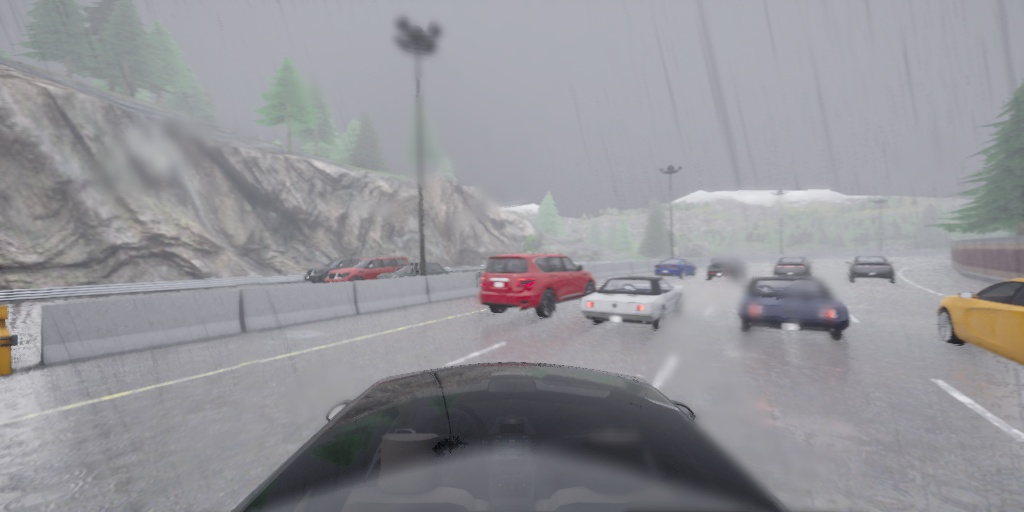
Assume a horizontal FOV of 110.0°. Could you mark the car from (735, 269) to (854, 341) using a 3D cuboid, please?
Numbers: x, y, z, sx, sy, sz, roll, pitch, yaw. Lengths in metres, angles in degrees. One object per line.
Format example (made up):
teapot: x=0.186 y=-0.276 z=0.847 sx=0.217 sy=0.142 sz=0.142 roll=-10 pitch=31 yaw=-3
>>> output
car: x=7.165 y=1.181 z=9.425 sx=1.895 sy=1.301 sz=4.718 roll=-1 pitch=0 yaw=35

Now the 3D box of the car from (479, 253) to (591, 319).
car: x=1.132 y=0.922 z=12.996 sx=2.150 sy=2.045 sz=5.566 roll=-1 pitch=0 yaw=34

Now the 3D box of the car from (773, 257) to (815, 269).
car: x=18.104 y=0.809 z=23.056 sx=2.128 sy=1.511 sz=4.902 roll=-1 pitch=0 yaw=42

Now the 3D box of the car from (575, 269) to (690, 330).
car: x=3.838 y=1.249 z=10.765 sx=1.895 sy=1.301 sz=4.718 roll=-1 pitch=0 yaw=34

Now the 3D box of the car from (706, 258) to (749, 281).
car: x=14.828 y=0.888 z=24.641 sx=1.837 sy=1.490 sz=4.892 roll=-1 pitch=0 yaw=42

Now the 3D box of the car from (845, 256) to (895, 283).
car: x=21.457 y=0.741 z=21.530 sx=2.128 sy=1.511 sz=4.902 roll=-1 pitch=0 yaw=43

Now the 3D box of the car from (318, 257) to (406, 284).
car: x=-9.013 y=1.113 z=23.222 sx=2.150 sy=2.045 sz=5.566 roll=-1 pitch=0 yaw=36

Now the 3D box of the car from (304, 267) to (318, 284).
car: x=-13.519 y=1.197 z=28.905 sx=2.150 sy=2.045 sz=5.566 roll=-1 pitch=0 yaw=37

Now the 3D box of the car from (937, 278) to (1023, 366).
car: x=8.745 y=1.033 z=5.511 sx=1.882 sy=1.535 sz=5.008 roll=-1 pitch=0 yaw=34

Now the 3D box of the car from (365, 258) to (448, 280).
car: x=-5.944 y=1.184 z=21.437 sx=2.097 sy=1.767 sz=4.553 roll=-1 pitch=0 yaw=36

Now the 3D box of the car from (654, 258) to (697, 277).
car: x=12.502 y=0.904 z=27.284 sx=1.882 sy=1.535 sz=5.008 roll=-1 pitch=0 yaw=42
